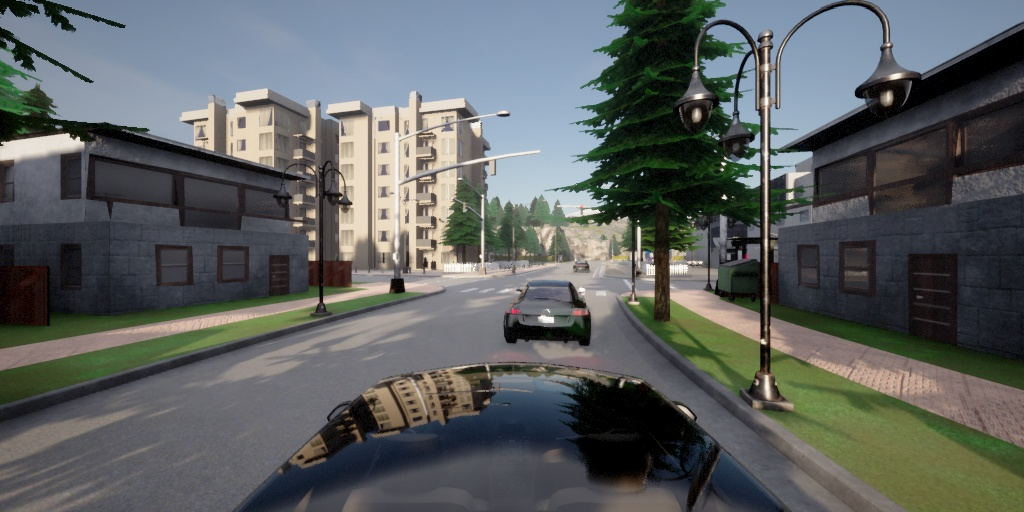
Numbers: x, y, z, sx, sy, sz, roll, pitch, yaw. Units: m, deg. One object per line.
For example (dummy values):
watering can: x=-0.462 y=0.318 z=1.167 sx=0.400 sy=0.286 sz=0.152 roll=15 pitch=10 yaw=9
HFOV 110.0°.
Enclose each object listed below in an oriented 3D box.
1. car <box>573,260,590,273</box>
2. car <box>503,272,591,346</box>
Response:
car: x=8.626 y=1.276 z=44.360 sx=2.128 sy=1.511 sz=4.902 roll=0 pitch=0 yaw=14
car: x=1.012 y=1.314 z=9.535 sx=1.994 sy=1.385 sz=4.181 roll=0 pitch=0 yaw=9
